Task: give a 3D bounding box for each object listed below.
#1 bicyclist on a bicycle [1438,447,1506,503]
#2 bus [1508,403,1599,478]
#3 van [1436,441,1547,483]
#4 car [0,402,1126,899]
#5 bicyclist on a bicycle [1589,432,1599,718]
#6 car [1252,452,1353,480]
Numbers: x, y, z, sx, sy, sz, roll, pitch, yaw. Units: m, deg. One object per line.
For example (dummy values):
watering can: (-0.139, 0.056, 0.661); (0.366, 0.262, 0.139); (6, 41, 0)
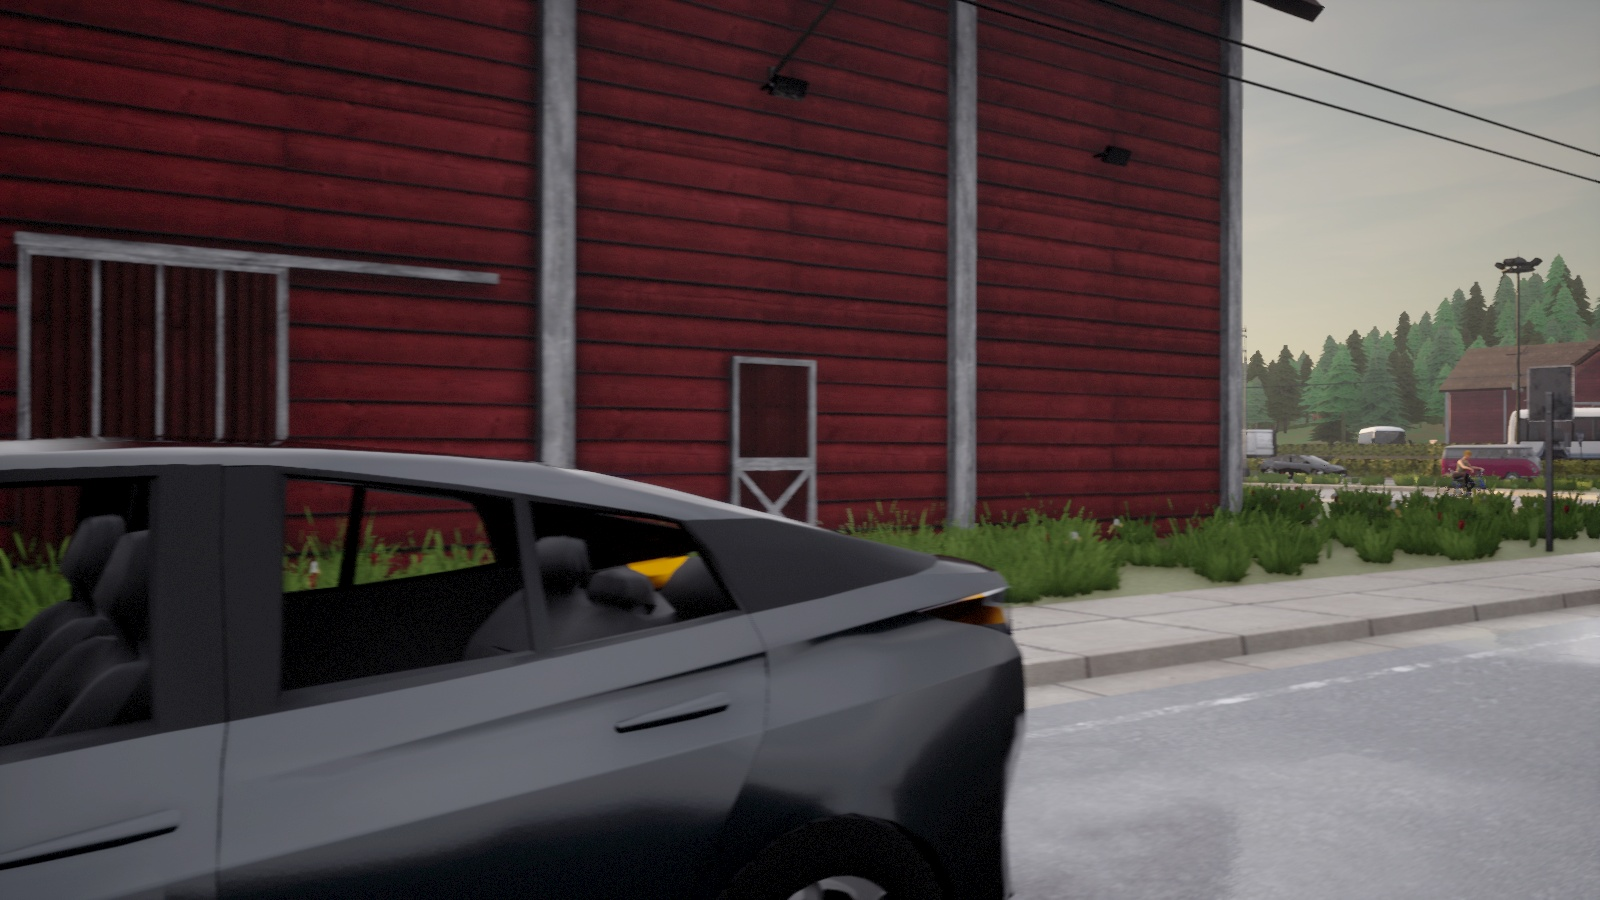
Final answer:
bicyclist on a bicycle: (19.756, 0.730, 36.940); (0.866, 1.612, 1.509); (0, 0, -36)
bus: (47.194, -0.553, 72.500); (3.944, 4.253, 10.273); (0, 0, -35)
van: (33.963, 0.578, 61.789); (1.775, 1.987, 4.442); (0, 0, -42)
car: (-1.653, 0.701, 2.507); (4.514, 1.525, 2.007); (0, 0, -35)
bicyclist on a bicycle: (5.349, 0.704, 7.391); (1.656, 1.620, 0.582); (0, 0, -35)
car: (27.910, 0.857, 69.846); (2.163, 1.488, 4.792); (0, 0, -35)
